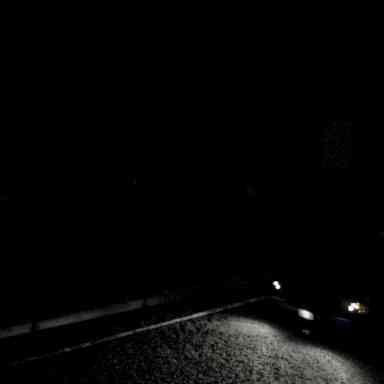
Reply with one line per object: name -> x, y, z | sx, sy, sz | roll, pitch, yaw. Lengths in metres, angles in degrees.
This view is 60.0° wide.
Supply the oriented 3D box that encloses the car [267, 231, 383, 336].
car -> 3.975, 1.563, 6.827 | 5.357, 1.411, 2.033 | 0, 0, -35
